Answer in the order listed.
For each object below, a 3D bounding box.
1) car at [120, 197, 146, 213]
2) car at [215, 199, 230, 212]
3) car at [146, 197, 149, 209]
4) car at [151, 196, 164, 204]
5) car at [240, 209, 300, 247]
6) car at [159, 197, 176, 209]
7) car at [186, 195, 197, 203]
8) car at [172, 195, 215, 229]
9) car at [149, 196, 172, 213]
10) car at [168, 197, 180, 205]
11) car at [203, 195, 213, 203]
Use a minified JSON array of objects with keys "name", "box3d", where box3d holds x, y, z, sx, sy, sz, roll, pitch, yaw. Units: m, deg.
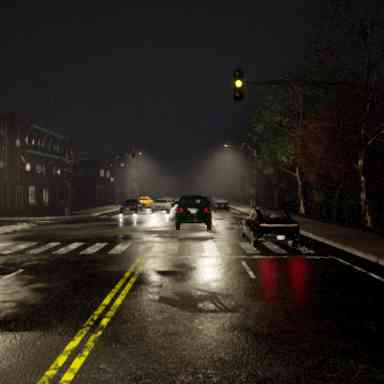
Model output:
[{"name":"car","box3d":[-6.637,1.508,36.831,1.812,1.442,4.674,0,0,1]},{"name":"car","box3d":[3.329,1.528,39.214,2.033,1.411,5.357,0,0,0]},{"name":"car","box3d":[-6.610,1.454,46.156,1.882,1.535,5.008,0,0,0]},{"name":"car","box3d":[-6.568,1.529,63.209,1.994,1.385,4.181,0,0,0]},{"name":"car","box3d":[3.343,1.486,14.950,2.128,1.511,4.902,0,0,0]},{"name":"car","box3d":[-3.361,1.468,46.922,2.128,1.511,4.902,0,0,0]},{"name":"car","box3d":[-0.036,1.454,68.041,2.128,1.511,4.902,0,0,0]},{"name":"car","box3d":[0.088,1.212,21.409,2.150,2.045,5.566,0,0,0]},{"name":"car","box3d":[-3.358,1.508,36.985,1.812,1.442,4.674,0,0,0]},{"name":"car","box3d":[-3.318,1.568,61.131,1.895,1.301,4.718,0,0,0]},{"name":"car","box3d":[3.216,1.440,68.311,1.882,1.535,5.008,0,0,0]}]
